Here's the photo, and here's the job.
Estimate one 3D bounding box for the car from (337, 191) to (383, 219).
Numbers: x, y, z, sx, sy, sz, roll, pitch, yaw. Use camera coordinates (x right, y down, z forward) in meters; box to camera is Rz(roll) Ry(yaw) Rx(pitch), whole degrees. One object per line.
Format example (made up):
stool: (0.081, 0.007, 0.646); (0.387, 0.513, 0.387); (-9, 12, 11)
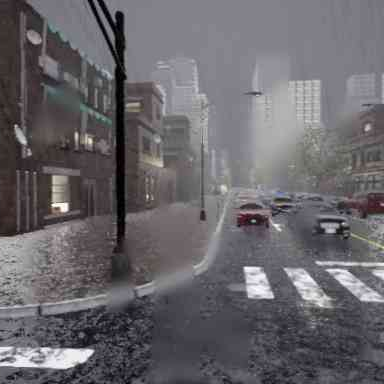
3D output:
car: (12.426, 0.847, 23.512); (2.192, 1.841, 5.009); (0, 1, 7)

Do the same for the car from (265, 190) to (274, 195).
car: (19.513, 0.123, 83.872); (1.947, 1.339, 4.313); (0, 1, 7)

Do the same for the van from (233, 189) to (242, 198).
van: (8.612, 0.260, 62.898); (1.690, 1.788, 3.998); (0, 1, 7)

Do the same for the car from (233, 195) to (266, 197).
car: (4.103, 1.116, 24.493); (1.947, 1.339, 4.313); (0, 1, 7)

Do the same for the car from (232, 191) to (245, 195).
car: (5.372, 0.894, 35.298); (1.752, 1.417, 4.829); (0, 1, 7)

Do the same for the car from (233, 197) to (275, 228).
car: (3.372, 1.188, 19.020); (1.887, 1.381, 4.507); (0, 1, 7)

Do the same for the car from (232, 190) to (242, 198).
car: (9.257, 0.383, 68.389); (2.008, 1.369, 4.403); (0, 1, 7)

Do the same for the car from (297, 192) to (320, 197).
car: (14.359, 0.822, 39.977); (1.947, 1.339, 4.313); (0, 1, 7)

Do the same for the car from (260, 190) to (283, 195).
car: (8.034, 0.843, 35.667); (2.128, 1.511, 4.902); (0, 1, 7)

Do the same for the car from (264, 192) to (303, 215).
car: (6.817, 1.030, 25.354); (1.837, 1.490, 4.892); (0, 1, 7)

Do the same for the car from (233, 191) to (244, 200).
car: (7.949, 0.534, 57.245); (1.752, 1.417, 4.829); (0, 1, 7)

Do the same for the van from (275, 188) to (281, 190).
van: (17.579, 0.155, 67.408); (1.690, 1.788, 3.998); (0, 1, 7)

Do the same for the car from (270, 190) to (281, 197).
car: (18.244, 0.251, 73.066); (1.752, 1.417, 4.829); (0, 1, 7)

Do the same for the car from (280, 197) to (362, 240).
car: (5.626, 1.188, 15.250); (2.128, 1.511, 4.902); (0, 1, 7)

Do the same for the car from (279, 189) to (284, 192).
car: (16.292, 0.570, 56.437); (1.802, 1.307, 4.206); (0, 1, 7)

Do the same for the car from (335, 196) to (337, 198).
car: (13.070, 1.005, 29.003); (1.947, 1.339, 4.313); (0, 1, 7)

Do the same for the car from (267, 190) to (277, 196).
car: (18.869, 0.224, 78.385); (1.802, 1.307, 4.206); (0, 1, 7)
